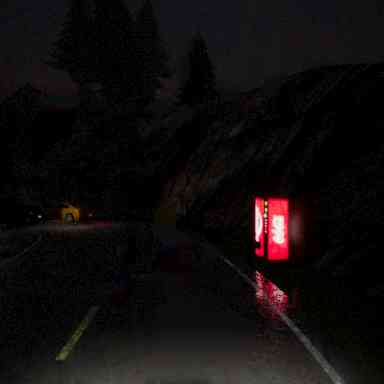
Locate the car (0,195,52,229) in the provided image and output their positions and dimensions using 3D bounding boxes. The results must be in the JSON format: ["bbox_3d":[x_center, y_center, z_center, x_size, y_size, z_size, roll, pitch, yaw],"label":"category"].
[{"bbox_3d":[-12.442,1.220,21.450,5.566,2.045,2.150,0,0,5],"label":"car"}]

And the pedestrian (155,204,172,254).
[{"bbox_3d":[-1.025,1.293,12.017,0.375,1.860,0.375,0,0,-11],"label":"pedestrian"}]

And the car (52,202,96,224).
[{"bbox_3d":[-9.511,1.476,24.641,5.008,1.535,1.882,0,0,23],"label":"car"}]

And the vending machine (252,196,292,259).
[{"bbox_3d":[2.781,1.194,11.596,1.100,2.100,0.880,0,0,-10],"label":"vending machine"}]
